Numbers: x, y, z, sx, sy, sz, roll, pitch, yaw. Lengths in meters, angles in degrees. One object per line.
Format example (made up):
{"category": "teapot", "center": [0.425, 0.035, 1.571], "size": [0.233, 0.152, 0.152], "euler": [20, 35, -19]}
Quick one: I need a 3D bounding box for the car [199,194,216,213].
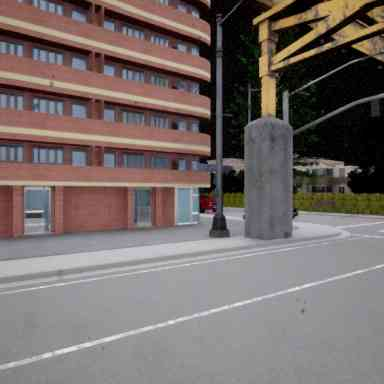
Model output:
{"category": "car", "center": [0.768, 1.222, 36.959], "size": [2.150, 2.045, 5.566], "euler": [0, 0, -36]}

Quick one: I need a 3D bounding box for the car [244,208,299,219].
{"category": "car", "center": [6.762, 1.601, 28.508], "size": [1.895, 1.301, 4.718], "euler": [0, 0, -35]}
